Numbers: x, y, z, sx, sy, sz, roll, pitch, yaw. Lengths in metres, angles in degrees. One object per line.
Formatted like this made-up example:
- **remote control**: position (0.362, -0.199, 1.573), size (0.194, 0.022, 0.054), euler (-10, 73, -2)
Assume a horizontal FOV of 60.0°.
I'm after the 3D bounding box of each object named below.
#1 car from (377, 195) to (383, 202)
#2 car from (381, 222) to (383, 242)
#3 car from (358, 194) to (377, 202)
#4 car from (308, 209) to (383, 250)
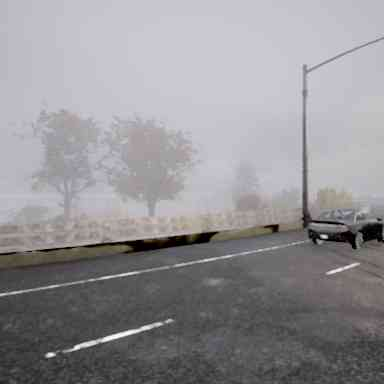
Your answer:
- **car**: position (42.200, 1.415, 74.021), size (1.994, 1.385, 4.181), euler (0, 0, 7)
- **car**: position (7.984, 1.598, 10.642), size (4.718, 1.301, 1.895), euler (0, 0, -42)
- **car**: position (38.740, 1.226, 74.547), size (2.097, 1.767, 4.553), euler (0, 0, 7)
- **car**: position (6.849, 1.496, 14.397), size (4.902, 1.511, 2.128), euler (0, 0, -43)
